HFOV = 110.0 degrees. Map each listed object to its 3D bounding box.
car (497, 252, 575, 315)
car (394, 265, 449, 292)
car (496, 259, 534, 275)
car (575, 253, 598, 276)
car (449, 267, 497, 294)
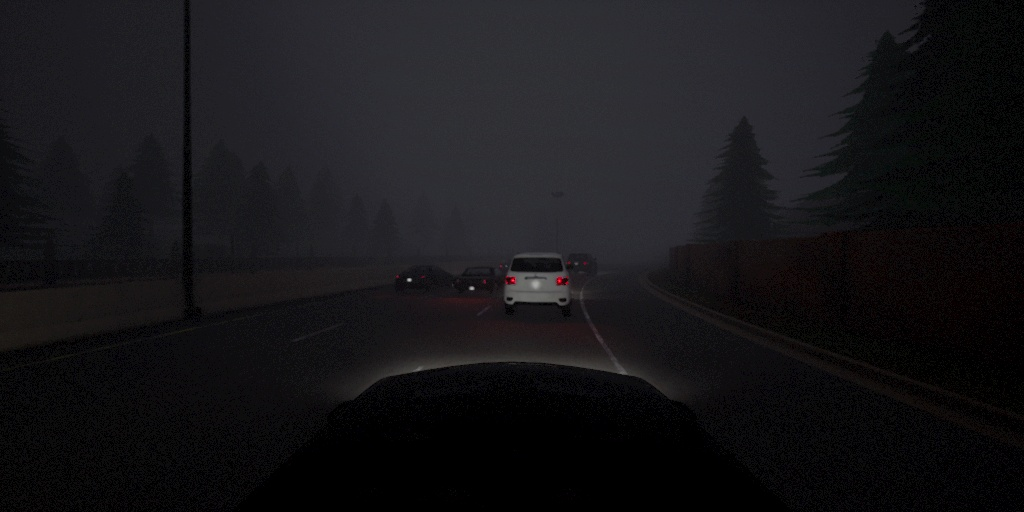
[{"bbox_3d":[1.082,0.890,13.325,2.150,2.045,5.566,0,0,8],"label":"car"},{"bbox_3d":[-4.780,1.164,19.958,1.994,1.385,4.181,0,0,11],"label":"car"},{"bbox_3d":[0.397,1.040,37.057,2.033,1.411,5.357,0,0,22],"label":"car"},{"bbox_3d":[6.620,0.759,33.751,2.150,2.045,5.566,0,0,22],"label":"car"},{"bbox_3d":[-1.462,1.219,19.042,1.895,1.301,4.718,0,0,11],"label":"car"}]
